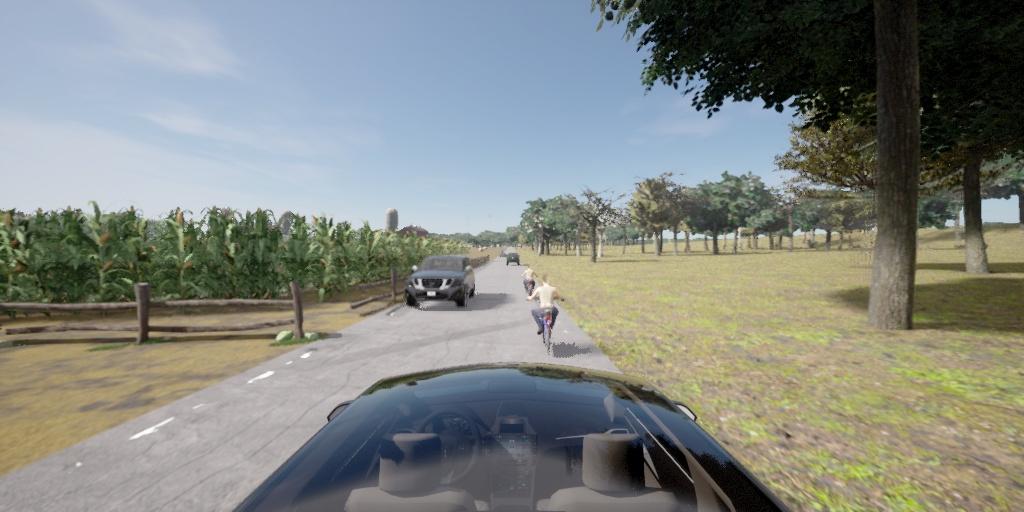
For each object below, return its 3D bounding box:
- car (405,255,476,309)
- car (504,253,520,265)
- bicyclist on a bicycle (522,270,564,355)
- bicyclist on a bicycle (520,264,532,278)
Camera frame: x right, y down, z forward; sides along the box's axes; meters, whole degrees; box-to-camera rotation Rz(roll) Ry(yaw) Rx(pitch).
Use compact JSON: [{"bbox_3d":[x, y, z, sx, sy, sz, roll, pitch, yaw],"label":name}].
[{"bbox_3d":[-2.837,0.968,15.401,2.150,2.045,5.566,0,0,0],"label":"car"},{"bbox_3d":[0.162,0.417,60.796,2.150,2.045,5.566,0,1,0],"label":"car"},{"bbox_3d":[0.731,1.186,7.737,0.866,1.612,1.509,0,0,0],"label":"bicyclist on a bicycle"},{"bbox_3d":[0.803,1.181,16.471,0.866,1.612,1.509,0,0,0],"label":"bicyclist on a bicycle"}]
